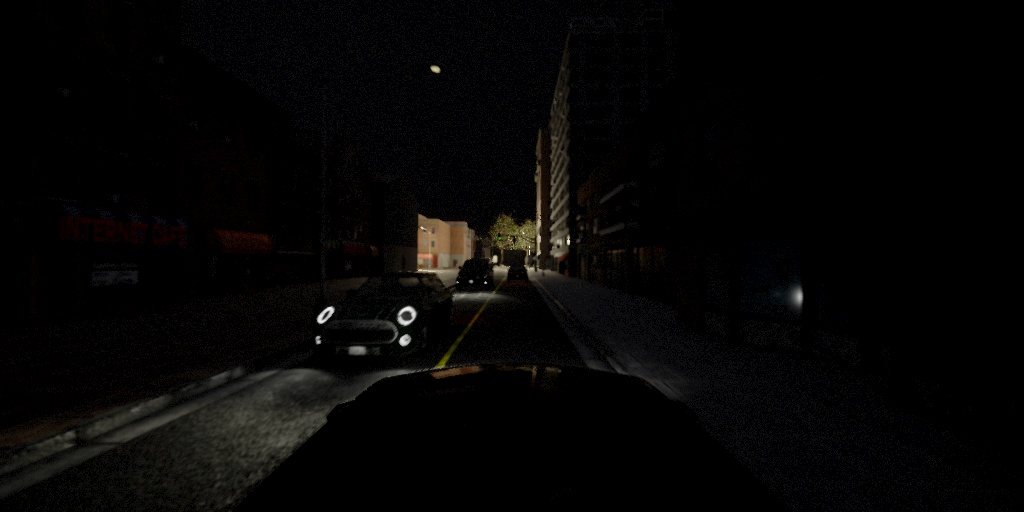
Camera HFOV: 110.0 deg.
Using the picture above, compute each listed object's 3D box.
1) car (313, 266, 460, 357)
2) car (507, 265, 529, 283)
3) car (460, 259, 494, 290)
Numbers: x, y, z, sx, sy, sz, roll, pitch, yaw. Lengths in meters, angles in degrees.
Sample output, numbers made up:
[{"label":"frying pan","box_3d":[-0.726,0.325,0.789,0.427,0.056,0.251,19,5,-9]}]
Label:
[{"label":"car","box_3d":[-2.779,1.173,8.784,2.097,1.767,4.553,0,-1,1]},{"label":"car","box_3d":[0.528,1.628,33.709,1.882,1.535,5.008,0,-1,1]},{"label":"car","box_3d":[-2.493,1.240,25.514,2.150,2.045,5.566,0,0,2]}]
